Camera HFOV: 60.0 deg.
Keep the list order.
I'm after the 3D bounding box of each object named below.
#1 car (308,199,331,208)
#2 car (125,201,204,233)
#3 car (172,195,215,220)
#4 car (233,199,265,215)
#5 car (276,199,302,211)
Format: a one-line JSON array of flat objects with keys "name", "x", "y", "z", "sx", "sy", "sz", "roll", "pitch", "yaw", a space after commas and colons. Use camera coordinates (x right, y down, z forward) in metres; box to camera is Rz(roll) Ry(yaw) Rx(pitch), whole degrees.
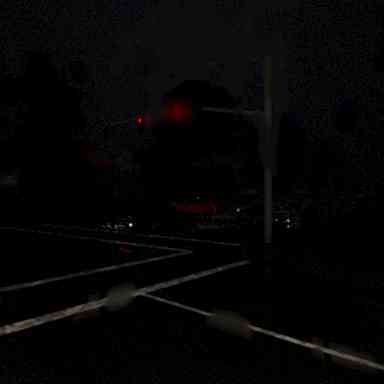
[{"name": "car", "x": 18.822, "y": 1.649, "z": 49.133, "sx": 1.895, "sy": 1.301, "sz": 4.718, "roll": 0, "pitch": 0, "yaw": 41}, {"name": "car", "x": -1.716, "y": 1.535, "z": 19.953, "sx": 1.837, "sy": 1.490, "sz": 4.892, "roll": 0, "pitch": 0, "yaw": 43}, {"name": "car", "x": -0.363, "y": 1.261, "z": 26.972, "sx": 2.150, "sy": 2.045, "sz": 5.566, "roll": 0, "pitch": 0, "yaw": 41}, {"name": "car", "x": 6.128, "y": 1.534, "z": 34.474, "sx": 2.128, "sy": 1.511, "sz": 4.902, "roll": 0, "pitch": 0, "yaw": 41}, {"name": "car", "x": 12.209, "y": 1.571, "z": 41.508, "sx": 1.812, "sy": 1.442, "sz": 4.674, "roll": 0, "pitch": 0, "yaw": 41}]
